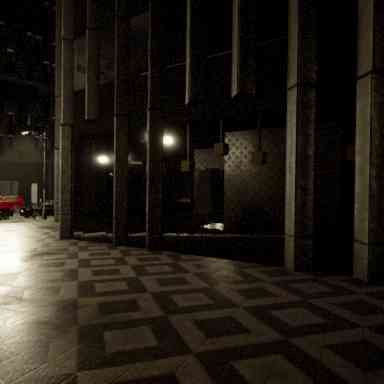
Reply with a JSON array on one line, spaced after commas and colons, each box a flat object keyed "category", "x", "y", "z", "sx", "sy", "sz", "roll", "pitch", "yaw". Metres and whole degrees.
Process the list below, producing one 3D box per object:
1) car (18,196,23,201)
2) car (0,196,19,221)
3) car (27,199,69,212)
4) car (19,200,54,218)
[{"category": "car", "x": -20.817, "y": 1.353, "z": 36.143, "sx": 2.192, "sy": 1.841, "sz": 5.009, "roll": 1, "pitch": 0, "yaw": 35}, {"category": "car", "x": -17.116, "y": 1.462, "z": 26.607, "sx": 2.192, "sy": 1.841, "sz": 5.009, "roll": 1, "pitch": 0, "yaw": 35}, {"category": "car", "x": -17.565, "y": 1.633, "z": 40.752, "sx": 1.947, "sy": 1.339, "sz": 4.313, "roll": 1, "pitch": 0, "yaw": 35}, {"category": "car", "x": -13.863, "y": 1.741, "z": 31.219, "sx": 1.947, "sy": 1.339, "sz": 4.313, "roll": 1, "pitch": 0, "yaw": 35}]
